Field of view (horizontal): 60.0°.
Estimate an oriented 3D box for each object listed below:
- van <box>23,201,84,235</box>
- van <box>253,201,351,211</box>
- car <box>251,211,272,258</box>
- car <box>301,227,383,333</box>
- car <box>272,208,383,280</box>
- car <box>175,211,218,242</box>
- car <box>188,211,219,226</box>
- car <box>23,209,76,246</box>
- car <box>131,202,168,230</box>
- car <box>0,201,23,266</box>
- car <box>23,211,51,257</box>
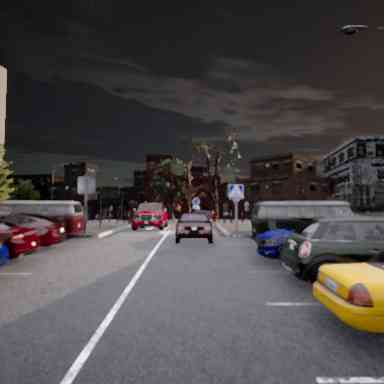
[{"bbox_3d":[-7.773,1.417,16.511,4.442,1.987,1.878,0,-1,0],"label":"van"},{"bbox_3d":[4.792,1.363,13.990,4.442,1.987,1.878,0,-1,0],"label":"van"},{"bbox_3d":[4.681,1.550,11.212,5.008,1.535,2.097,0,-1,0],"label":"car"},{"bbox_3d":[4.864,1.509,5.504,5.366,1.575,1.946,0,0,0],"label":"car"},{"bbox_3d":[4.646,1.404,8.423,4.553,1.767,2.185,0,0,0],"label":"car"},{"bbox_3d":[0.095,1.729,17.227,2.033,1.411,5.357,0,-2,0],"label":"car"},{"bbox_3d":[1.124,2.322,29.873,1.895,1.301,4.718,-1,-3,13],"label":"car"},{"bbox_3d":[-7.684,1.613,13.720,4.792,1.488,2.163,0,-1,0],"label":"car"},{"bbox_3d":[-3.009,1.776,24.607,2.150,2.045,5.566,0,-3,0],"label":"car"},{"bbox_3d":[-7.624,1.276,8.156,5.566,2.045,2.435,0,0,0],"label":"car"},{"bbox_3d":[-7.653,1.547,10.889,5.008,1.535,2.097,0,0,0],"label":"car"}]
